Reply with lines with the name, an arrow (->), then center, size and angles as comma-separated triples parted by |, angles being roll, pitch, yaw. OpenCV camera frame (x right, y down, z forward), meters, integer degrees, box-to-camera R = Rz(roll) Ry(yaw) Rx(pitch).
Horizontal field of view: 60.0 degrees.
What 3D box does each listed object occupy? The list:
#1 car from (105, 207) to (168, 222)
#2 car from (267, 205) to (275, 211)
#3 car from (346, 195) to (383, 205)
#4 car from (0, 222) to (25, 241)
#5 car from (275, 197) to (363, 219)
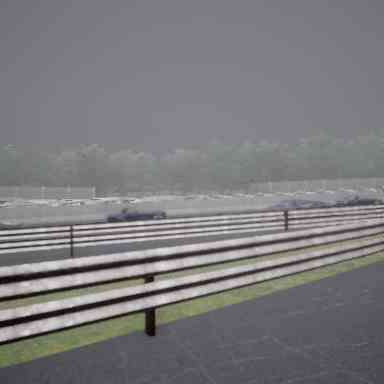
car -> -4.352, 1.830, 26.196 | 4.718, 1.301, 1.895 | -2, 1, -19
car -> 8.652, 1.311, 27.035 | 5.357, 1.411, 2.033 | -2, 1, -19
car -> 16.857, 0.978, 33.613 | 4.718, 1.301, 1.895 | -2, 1, -19
car -> -12.528, 2.219, 19.628 | 4.718, 1.301, 1.895 | -2, 1, -19
car -> 8.960, 1.358, 23.435 | 5.357, 1.411, 2.033 | -2, 1, -19
